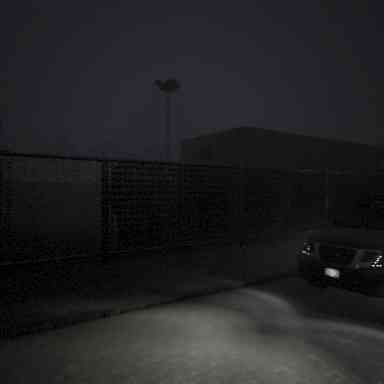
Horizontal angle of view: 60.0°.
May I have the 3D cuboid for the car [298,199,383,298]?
[{"bbox_3d":[4.983,1.208,8.005,5.566,2.045,2.150,0,0,-35],"label":"car"}]
